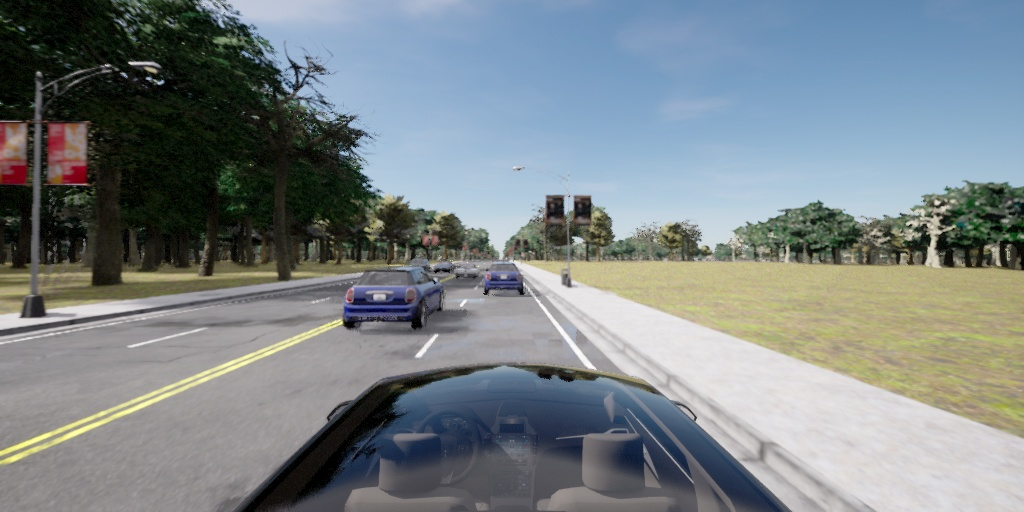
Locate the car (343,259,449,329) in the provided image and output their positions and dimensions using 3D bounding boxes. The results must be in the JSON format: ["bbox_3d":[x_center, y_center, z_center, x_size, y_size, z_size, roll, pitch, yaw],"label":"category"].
[{"bbox_3d":[-3.497,1.105,11.453,2.097,1.767,4.553,0,0,-1],"label":"car"}]

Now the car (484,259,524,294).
[{"bbox_3d":[-0.477,1.117,20.389,2.097,1.767,4.553,0,0,-1],"label":"car"}]

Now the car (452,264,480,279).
[{"bbox_3d":[-4.059,1.370,33.226,1.895,1.301,4.718,0,0,-1],"label":"car"}]

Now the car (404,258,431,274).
[{"bbox_3d":[-10.971,1.113,42.045,2.097,1.767,4.553,0,0,-1],"label":"car"}]

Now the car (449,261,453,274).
[{"bbox_3d":[-7.714,1.314,41.387,2.033,1.411,5.357,0,0,-1],"label":"car"}]
